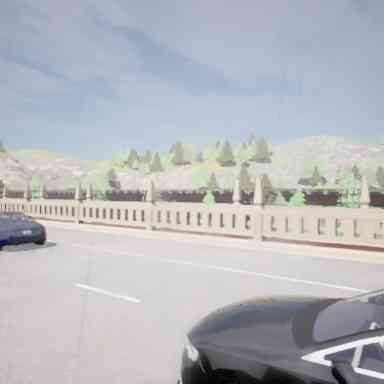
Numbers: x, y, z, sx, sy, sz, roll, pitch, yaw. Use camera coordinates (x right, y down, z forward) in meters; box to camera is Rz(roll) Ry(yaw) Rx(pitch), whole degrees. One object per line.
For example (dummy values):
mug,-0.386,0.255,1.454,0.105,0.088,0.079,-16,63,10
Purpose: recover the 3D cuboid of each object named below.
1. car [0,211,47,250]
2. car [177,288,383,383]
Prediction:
car,-7.992,1.513,13.997,4.181,1.385,1.994,0,0,36
car,2.112,1.493,2.486,4.902,1.511,2.128,0,0,36
